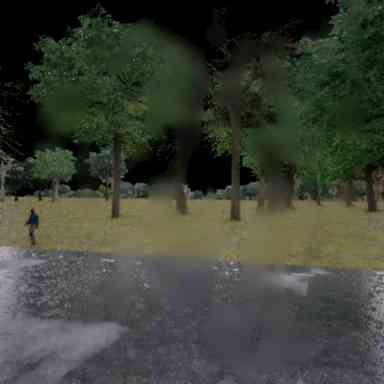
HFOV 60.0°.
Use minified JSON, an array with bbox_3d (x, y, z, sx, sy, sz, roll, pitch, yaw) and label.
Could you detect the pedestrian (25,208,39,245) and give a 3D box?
[{"bbox_3d":[-7.679,1.664,16.139,0.375,1.860,0.375,0,-1,21],"label":"pedestrian"}]
